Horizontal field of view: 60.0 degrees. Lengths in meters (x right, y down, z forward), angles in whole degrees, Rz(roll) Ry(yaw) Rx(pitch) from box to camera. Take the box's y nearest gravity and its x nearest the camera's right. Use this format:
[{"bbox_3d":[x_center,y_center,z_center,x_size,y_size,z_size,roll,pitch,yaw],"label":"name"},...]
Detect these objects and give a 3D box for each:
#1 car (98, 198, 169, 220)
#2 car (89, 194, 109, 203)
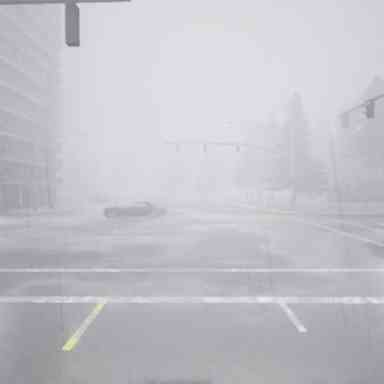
[{"bbox_3d":[-4.066,1.349,24.387,4.718,1.301,1.895,0,1,0],"label":"car"},{"bbox_3d":[-13.890,0.971,50.010,2.033,1.411,5.357,0,1,-36],"label":"car"}]
